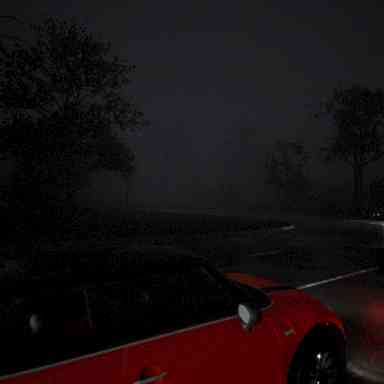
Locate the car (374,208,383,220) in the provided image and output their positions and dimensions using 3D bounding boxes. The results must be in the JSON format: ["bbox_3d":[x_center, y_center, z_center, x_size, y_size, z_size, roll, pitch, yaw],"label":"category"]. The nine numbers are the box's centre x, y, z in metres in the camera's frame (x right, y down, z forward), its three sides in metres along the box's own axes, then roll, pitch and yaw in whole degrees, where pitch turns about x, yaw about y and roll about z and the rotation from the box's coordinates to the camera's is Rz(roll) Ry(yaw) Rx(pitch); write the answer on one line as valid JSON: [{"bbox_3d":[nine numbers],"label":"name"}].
[{"bbox_3d":[16.786,1.505,26.204,4.892,1.490,1.837,0,1,-12],"label":"car"}]

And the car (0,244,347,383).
[{"bbox_3d":[-0.418,1.352,3.421,4.553,1.767,2.097,0,0,-35],"label":"car"}]

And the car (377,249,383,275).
[{"bbox_3d":[6.788,1.601,8.550,4.718,1.301,1.895,0,0,-36],"label":"car"}]
